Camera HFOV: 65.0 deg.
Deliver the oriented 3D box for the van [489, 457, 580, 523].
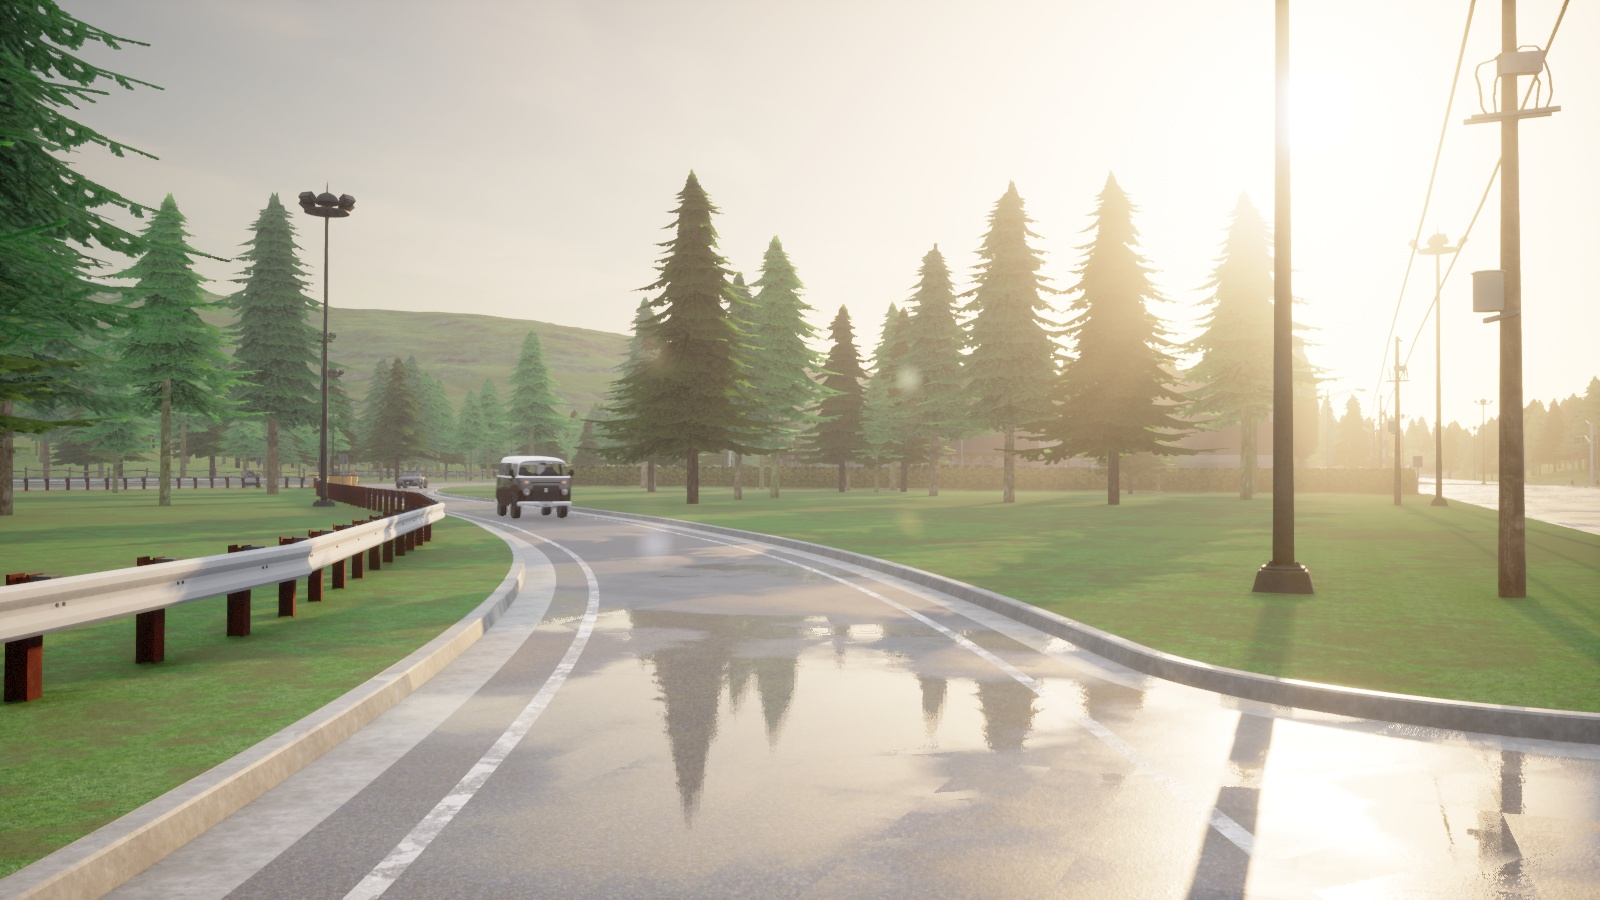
[{"bbox_3d":[-8.765,1.263,41.215,2.069,2.038,4.480,0,-1,-23],"label":"van"}]
